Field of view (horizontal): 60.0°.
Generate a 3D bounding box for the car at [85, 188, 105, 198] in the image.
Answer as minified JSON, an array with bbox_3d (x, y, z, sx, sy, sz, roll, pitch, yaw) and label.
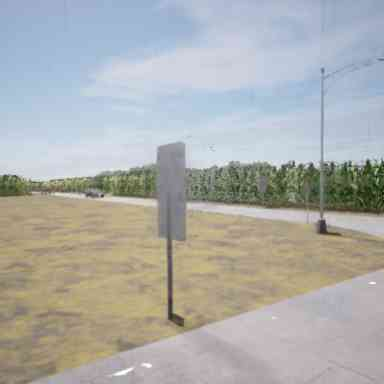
[{"bbox_3d":[-15.328,0.194,52.440,2.128,1.511,4.902,-1,2,-35],"label":"car"}]
